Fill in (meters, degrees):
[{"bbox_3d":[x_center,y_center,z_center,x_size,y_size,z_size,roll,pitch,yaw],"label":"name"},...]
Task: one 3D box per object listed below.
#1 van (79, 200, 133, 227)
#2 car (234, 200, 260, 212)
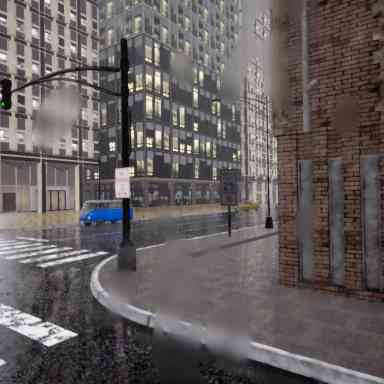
[{"bbox_3d":[-5.987,1.460,23.470,1.690,1.788,3.998,-2,-1,36],"label":"van"},{"bbox_3d":[6.848,1.688,41.378,1.752,1.417,4.829,-2,-1,36],"label":"car"}]
